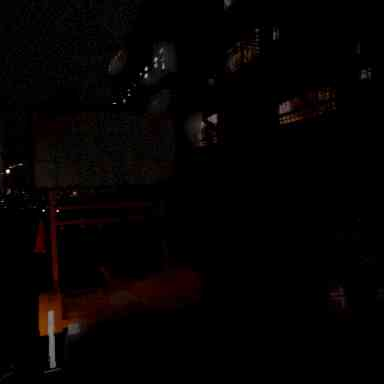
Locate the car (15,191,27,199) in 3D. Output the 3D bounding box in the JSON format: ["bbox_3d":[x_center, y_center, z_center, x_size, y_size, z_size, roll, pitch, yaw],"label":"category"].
[{"bbox_3d":[-35.681,0.647,69.448,1.967,1.590,4.097,-2,2,-24],"label":"car"}]

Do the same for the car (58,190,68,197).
[{"bbox_3d":[-30.287,0.334,77.979,1.887,1.381,4.507,-2,2,-24],"label":"car"}]

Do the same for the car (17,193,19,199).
[{"bbox_3d":[-24.308,1.143,43.668,1.802,1.307,4.206,-2,2,-24],"label":"car"}]

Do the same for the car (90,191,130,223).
[{"bbox_3d":[-5.280,0.880,21.247,2.192,1.841,5.009,-2,2,-24],"label":"car"}]

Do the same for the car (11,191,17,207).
[{"bbox_3d":[-22.041,0.947,38.504,2.192,1.841,5.009,-2,2,-24],"label":"car"}]

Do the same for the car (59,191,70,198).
[{"bbox_3d":[-25.808,0.454,67.820,1.752,1.417,4.829,-2,2,-24],"label":"car"}]

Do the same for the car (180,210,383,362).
[{"bbox_3d":[1.545,1.212,5.780,1.967,1.590,4.097,-2,2,-24],"label":"car"}]

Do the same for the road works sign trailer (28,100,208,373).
[{"bbox_3d":[-1.406,0.335,5.705,2.380,3.560,2.880,-3,2,-24],"label":"road works sign trailer"}]

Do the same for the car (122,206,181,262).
[{"bbox_3d":[-0.725,1.254,10.939,2.008,1.369,4.403,-2,2,-24],"label":"car"}]

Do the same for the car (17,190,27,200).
[{"bbox_3d":[-33.410,0.594,64.289,2.192,1.841,5.009,-2,2,-24],"label":"car"}]

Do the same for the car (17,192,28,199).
[{"bbox_3d":[-37.951,0.681,74.609,1.887,1.381,4.507,-2,2,-24],"label":"car"}]

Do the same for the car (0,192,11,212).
[{"bbox_3d":[-19.764,1.142,33.351,1.967,1.590,4.097,-2,2,-24],"label":"car"}]
